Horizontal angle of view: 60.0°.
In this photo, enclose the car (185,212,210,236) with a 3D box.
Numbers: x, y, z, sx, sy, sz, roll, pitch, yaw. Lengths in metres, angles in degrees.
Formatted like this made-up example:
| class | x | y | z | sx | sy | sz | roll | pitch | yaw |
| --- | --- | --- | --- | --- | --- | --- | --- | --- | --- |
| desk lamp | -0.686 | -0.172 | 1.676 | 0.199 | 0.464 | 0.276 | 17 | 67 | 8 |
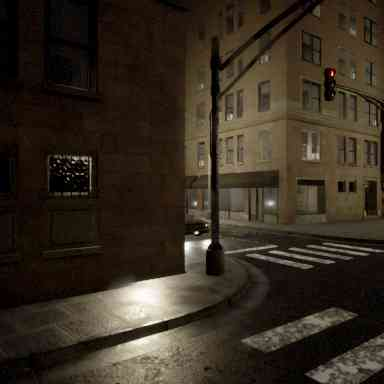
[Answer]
| class | x | y | z | sx | sy | sz | roll | pitch | yaw |
| --- | --- | --- | --- | --- | --- | --- | --- | --- | --- |
| car | -1.331 | 1.515 | 17.726 | 2.033 | 1.411 | 5.357 | 0 | 0 | -36 |
